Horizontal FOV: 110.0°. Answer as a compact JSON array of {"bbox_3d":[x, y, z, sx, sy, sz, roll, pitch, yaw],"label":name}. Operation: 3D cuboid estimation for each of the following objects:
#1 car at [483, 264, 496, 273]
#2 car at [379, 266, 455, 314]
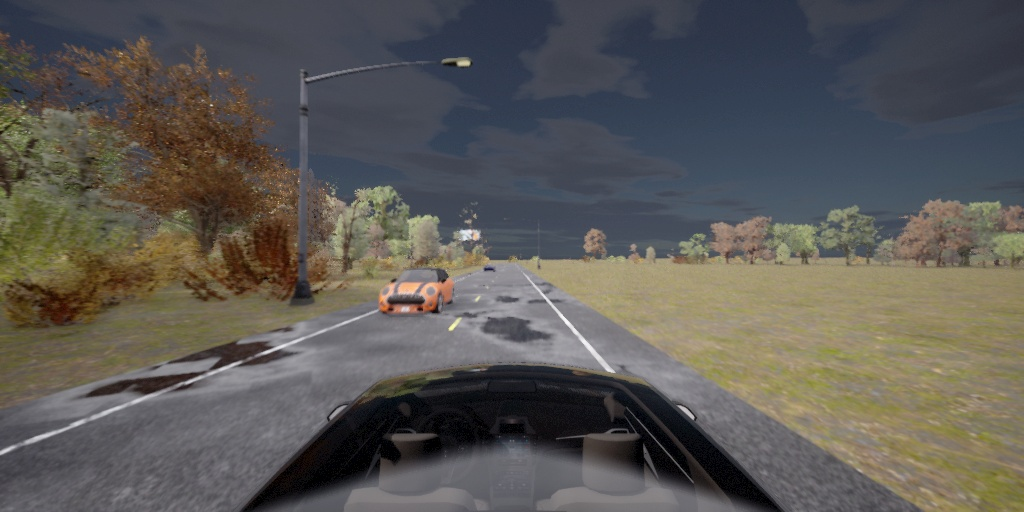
[{"bbox_3d":[-3.554,1.958,57.307,1.895,1.301,4.718,0,-1,1],"label":"car"},{"bbox_3d":[-3.603,1.240,14.350,2.097,1.767,4.553,0,-1,0],"label":"car"}]
